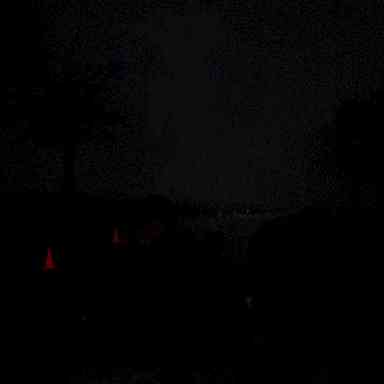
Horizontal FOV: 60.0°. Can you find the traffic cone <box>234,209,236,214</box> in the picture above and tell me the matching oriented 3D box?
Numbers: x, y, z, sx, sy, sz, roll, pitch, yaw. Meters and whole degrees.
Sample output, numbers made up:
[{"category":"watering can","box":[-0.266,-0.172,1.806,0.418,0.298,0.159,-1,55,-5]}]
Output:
[{"category":"traffic cone","box":[5.119,2.344,39.211,0.340,0.580,0.340,-1,-2,28]}]

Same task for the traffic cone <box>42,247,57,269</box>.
[{"category":"traffic cone","box":[-4.227,1.940,9.846,0.340,0.580,0.340,0,0,7]}]

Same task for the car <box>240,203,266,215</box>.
[{"category":"car","box":[6.957,1.922,37.786,1.994,1.385,4.181,-1,-2,28]}]

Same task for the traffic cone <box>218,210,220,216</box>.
[{"category":"traffic cone","box":[2.835,2.207,34.582,0.340,0.580,0.340,0,-2,25]}]

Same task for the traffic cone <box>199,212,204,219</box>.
[{"category":"traffic cone","box":[0.834,2.098,29.823,0.340,0.580,0.340,0,-1,21]}]
